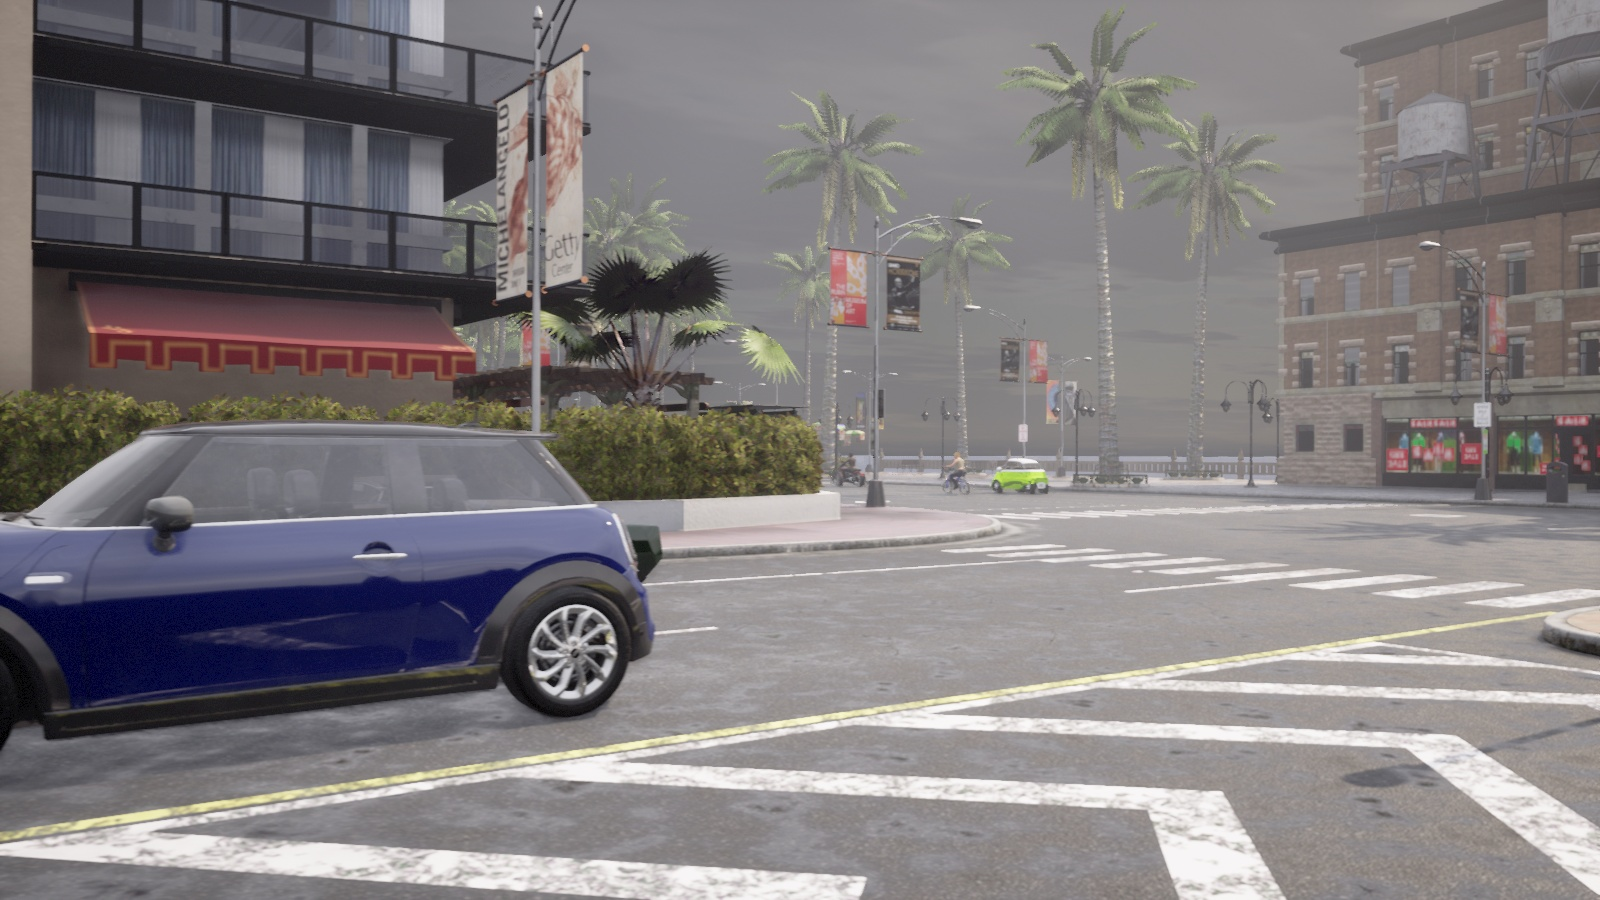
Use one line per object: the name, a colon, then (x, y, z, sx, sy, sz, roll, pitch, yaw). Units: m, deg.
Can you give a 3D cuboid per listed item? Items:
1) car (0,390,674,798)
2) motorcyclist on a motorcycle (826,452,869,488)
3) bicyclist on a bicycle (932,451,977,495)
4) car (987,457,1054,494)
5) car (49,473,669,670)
car: (-3.206, 0.630, 6.912, 4.553, 1.767, 2.097, 0, 0, -35)
motorcyclist on a motorcycle: (2.203, 0.912, 58.651, 0.766, 1.649, 2.350, 0, 0, -35)
bicyclist on a bicycle: (5.795, 0.854, 47.181, 0.866, 1.612, 1.509, 0, 0, -34)
car: (8.632, 0.978, 49.240, 1.481, 1.376, 2.207, 0, 0, -34)
car: (-3.672, 0.886, 10.850, 4.718, 1.301, 1.895, 0, 0, -35)
